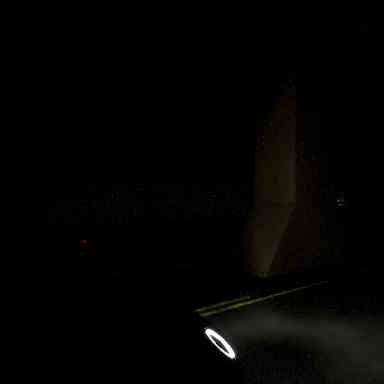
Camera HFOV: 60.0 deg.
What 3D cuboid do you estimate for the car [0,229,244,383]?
[{"bbox_3d":[-1.734,1.354,2.508,4.553,1.767,2.097,0,0,-35],"label":"car"}]

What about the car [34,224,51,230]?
[{"bbox_3d":[-5.024,1.562,9.003,4.181,1.385,1.994,0,0,-35],"label":"car"}]
